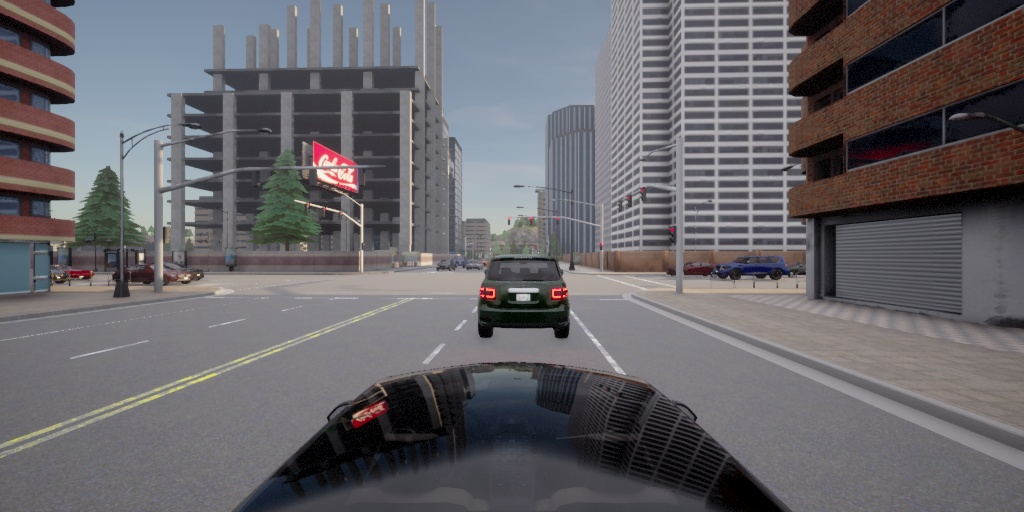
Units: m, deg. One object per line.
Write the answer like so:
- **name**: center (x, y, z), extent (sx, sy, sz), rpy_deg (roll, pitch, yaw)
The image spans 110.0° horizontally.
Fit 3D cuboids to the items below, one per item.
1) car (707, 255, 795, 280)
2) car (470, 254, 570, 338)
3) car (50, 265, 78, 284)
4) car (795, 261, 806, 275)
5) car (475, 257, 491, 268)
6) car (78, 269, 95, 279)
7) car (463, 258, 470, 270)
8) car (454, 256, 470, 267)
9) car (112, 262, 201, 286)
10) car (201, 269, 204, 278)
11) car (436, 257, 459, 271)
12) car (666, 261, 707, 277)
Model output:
- **car**: center (20.222, 0.971, 30.490), extent (5.566, 2.045, 2.150), rpy_deg (0, 0, 2)
- **car**: center (0.338, 0.971, 10.294), extent (2.150, 2.045, 5.566), rpy_deg (0, 0, 2)
- **car**: center (-34.010, 1.255, 25.046), extent (4.892, 1.490, 1.837), rpy_deg (0, 0, 2)
- **car**: center (27.236, 1.241, 33.751), extent (4.902, 1.511, 2.128), rpy_deg (0, 0, 2)
- **car**: center (-4.879, 1.103, 61.270), extent (2.097, 1.767, 4.553), rpy_deg (0, 0, 2)
- **car**: center (-36.499, 1.351, 28.630), extent (4.718, 1.301, 1.895), rpy_deg (0, 0, 2)
- **car**: center (-5.282, 1.351, 51.169), extent (1.895, 1.301, 4.718), rpy_deg (0, 0, 2)
- **car**: center (-8.504, 0.971, 58.381), extent (2.150, 2.045, 5.566), rpy_deg (0, 0, 1)
- **car**: center (-24.764, 1.276, 24.746), extent (4.674, 1.442, 1.812), rpy_deg (0, 0, 2)
- **car**: center (-27.207, 1.228, 28.327), extent (5.008, 1.535, 1.882), rpy_deg (0, 0, 2)
- **car**: center (-8.885, 1.255, 48.534), extent (1.837, 1.490, 4.892), rpy_deg (0, 0, 2)
- **car**: center (17.306, 1.228, 34.083), extent (5.008, 1.535, 1.882), rpy_deg (0, 0, 2)
